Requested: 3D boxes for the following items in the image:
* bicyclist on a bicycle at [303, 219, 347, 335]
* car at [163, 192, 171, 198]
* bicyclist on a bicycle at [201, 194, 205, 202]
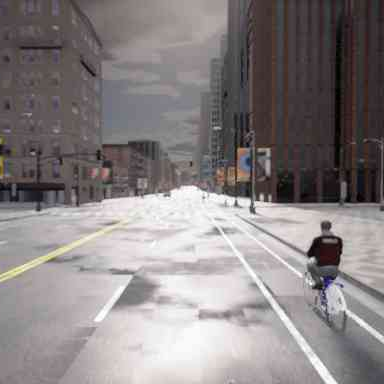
[{"bbox_3d":[2.250,1.342,5.800,0.659,1.776,1.843,0,0,0],"label":"bicyclist on a bicycle"},{"bbox_3d":[-6.501,0.777,87.631,1.837,1.490,4.892,0,0,0],"label":"car"},{"bbox_3d":[2.272,1.180,66.161,0.866,1.612,1.509,0,0,0],"label":"bicyclist on a bicycle"}]
